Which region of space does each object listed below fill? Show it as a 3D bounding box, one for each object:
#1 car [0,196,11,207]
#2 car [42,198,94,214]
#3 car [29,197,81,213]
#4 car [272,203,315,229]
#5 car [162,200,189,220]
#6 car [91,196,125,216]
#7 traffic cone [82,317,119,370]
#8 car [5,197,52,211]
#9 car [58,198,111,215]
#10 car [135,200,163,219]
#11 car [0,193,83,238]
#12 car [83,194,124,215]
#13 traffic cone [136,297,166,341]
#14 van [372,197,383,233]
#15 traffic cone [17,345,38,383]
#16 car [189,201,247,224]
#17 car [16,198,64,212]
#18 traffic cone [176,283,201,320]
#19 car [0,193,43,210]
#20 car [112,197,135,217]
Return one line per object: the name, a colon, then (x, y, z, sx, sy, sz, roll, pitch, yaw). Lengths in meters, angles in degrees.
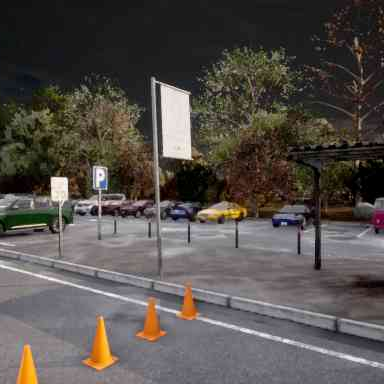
car: (-29.258, 1.332, 47.827, 1.946, 1.575, 5.366, 1, 0, 35)
car: (-13.465, 1.455, 36.499, 2.097, 1.535, 5.008, 0, 0, 35)
car: (-15.628, 1.444, 38.251, 1.946, 1.575, 5.366, 0, 0, 35)
car: (6.964, 1.513, 22.120, 2.163, 1.488, 4.792, 0, 0, 35)
car: (0.183, 1.504, 26.954, 2.163, 1.488, 4.792, 0, 0, 35)
car: (-6.644, 1.466, 31.721, 2.097, 1.535, 5.008, 0, 0, 35)
traffic cone: (-1.212, 1.957, 4.417, 0.340, 0.580, 0.340, 0, 0, 35)
car: (-20.264, 1.452, 41.317, 2.163, 1.488, 4.792, 0, 0, 35)
car: (-11.192, 1.461, 34.902, 2.231, 1.521, 4.892, 0, 0, 35)
car: (-2.101, 1.473, 28.531, 2.231, 1.521, 4.892, 0, 0, 35)
car: (-8.927, 1.221, 17.299, 2.435, 2.045, 5.566, 0, 0, 35)
car: (-8.935, 1.212, 33.289, 2.435, 2.045, 5.566, 0, 0, 35)
traffic cone: (-0.637, 1.957, 5.233, 0.340, 0.580, 0.340, 0, 0, 35)
van: (11.589, 1.264, 19.048, 1.878, 1.987, 4.442, 0, 0, 35)
traffic cone: (-1.787, 1.957, 3.600, 0.340, 0.580, 0.340, 0, 0, 35)
car: (2.330, 1.475, 25.183, 1.946, 1.575, 5.366, 0, 0, 35)
car: (-18.020, 1.469, 39.669, 2.163, 1.488, 4.792, 0, 0, 35)
traffic cone: (-0.062, 1.957, 6.049, 0.340, 0.580, 0.340, 0, 0, 36)
car: (-22.566, 1.153, 42.864, 2.435, 2.045, 5.566, 0, 0, 35)
car: (-4.373, 1.469, 30.125, 2.097, 1.535, 5.008, 0, 0, 35)
